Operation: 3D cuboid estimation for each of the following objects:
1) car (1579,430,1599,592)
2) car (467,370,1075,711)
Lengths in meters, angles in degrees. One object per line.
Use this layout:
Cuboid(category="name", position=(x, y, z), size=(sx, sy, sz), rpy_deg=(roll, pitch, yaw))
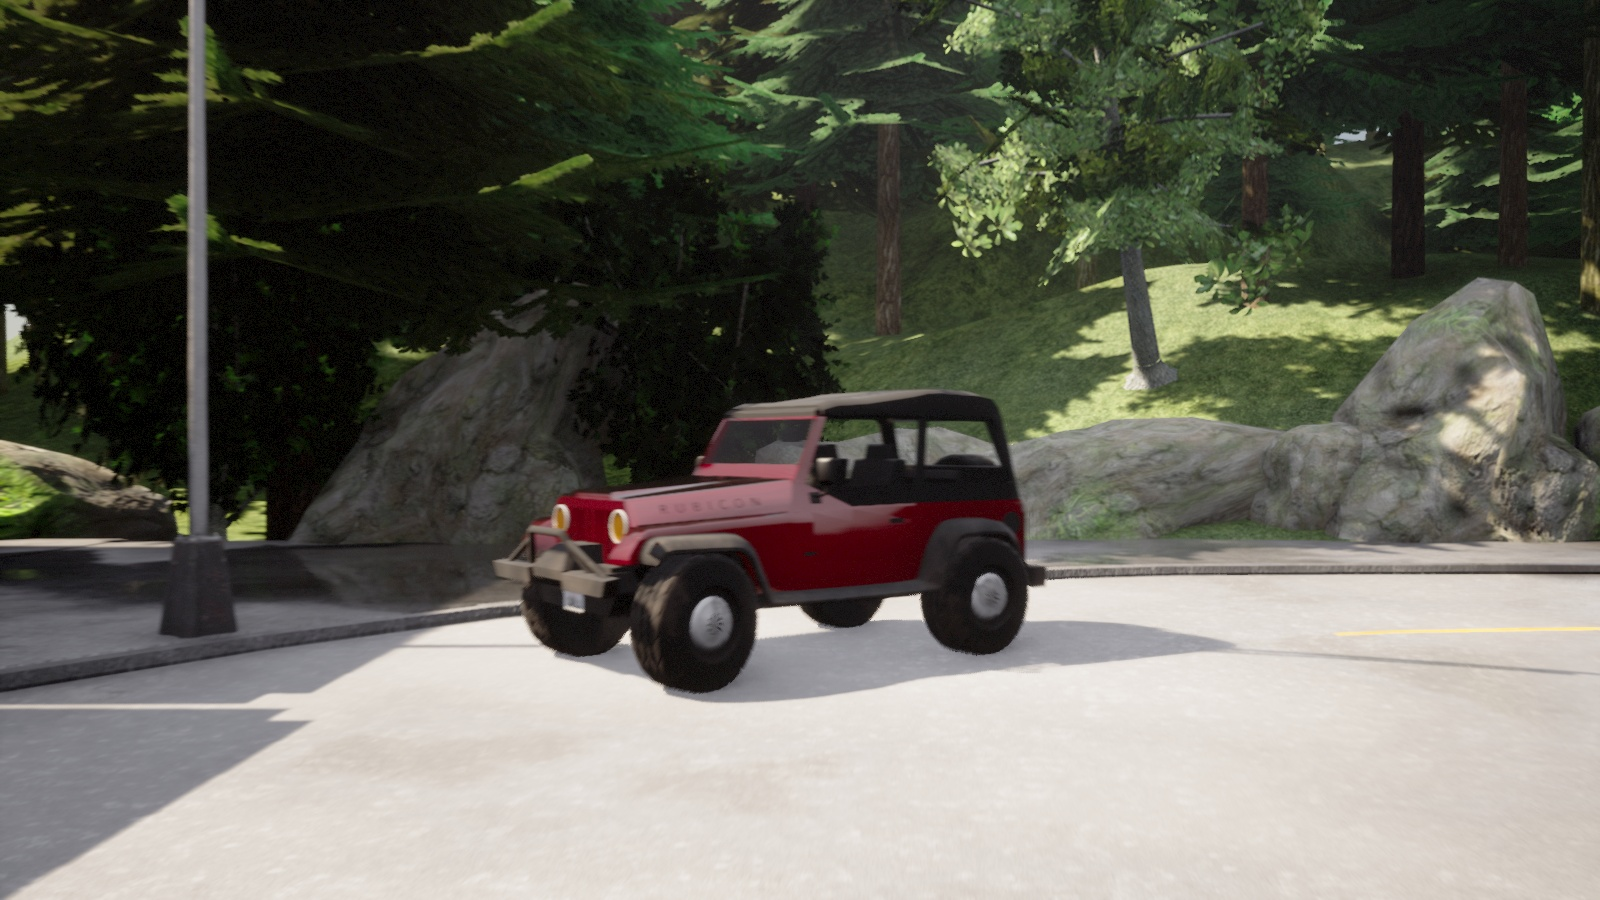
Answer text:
Cuboid(category="car", position=(10.545, 0.627, 12.072), size=(4.856, 1.649, 2.033), rpy_deg=(0, 0, -1))
Cuboid(category="car", position=(-0.113, 0.492, 8.817), size=(3.866, 1.878, 1.905), rpy_deg=(0, 0, -36))
